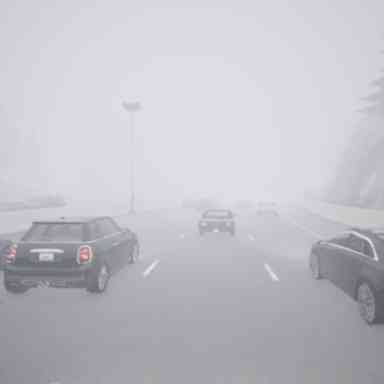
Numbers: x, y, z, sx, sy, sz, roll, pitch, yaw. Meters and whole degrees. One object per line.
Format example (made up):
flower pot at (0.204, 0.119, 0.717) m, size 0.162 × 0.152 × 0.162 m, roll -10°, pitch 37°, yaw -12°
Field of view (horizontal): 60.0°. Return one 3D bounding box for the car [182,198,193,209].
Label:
car at (0.067, 1.610, 47.128) m, size 2.128 × 1.511 × 4.902 m, roll 0°, pitch 0°, yaw 16°

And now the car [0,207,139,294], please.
car at (-2.898, 1.385, 9.074) m, size 2.097 × 1.767 × 4.553 m, roll 0°, pitch 0°, yaw 4°

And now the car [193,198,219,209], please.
car at (1.995, 1.445, 40.226) m, size 2.097 × 1.767 × 4.553 m, roll 0°, pitch 0°, yaw 13°

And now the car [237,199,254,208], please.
car at (7.892, 1.657, 48.962) m, size 1.994 × 1.385 × 4.181 m, roll 0°, pitch 0°, yaw 17°

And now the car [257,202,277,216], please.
car at (7.445, 1.655, 32.933) m, size 1.895 × 1.301 × 4.718 m, roll 0°, pitch 0°, yaw 13°

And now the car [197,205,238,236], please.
car at (1.525, 1.643, 18.885) m, size 1.895 × 1.301 × 4.718 m, roll 0°, pitch 0°, yaw 8°

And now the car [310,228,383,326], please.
car at (3.954, 1.495, 7.001) m, size 2.128 × 1.511 × 4.902 m, roll 0°, pitch 0°, yaw 4°
